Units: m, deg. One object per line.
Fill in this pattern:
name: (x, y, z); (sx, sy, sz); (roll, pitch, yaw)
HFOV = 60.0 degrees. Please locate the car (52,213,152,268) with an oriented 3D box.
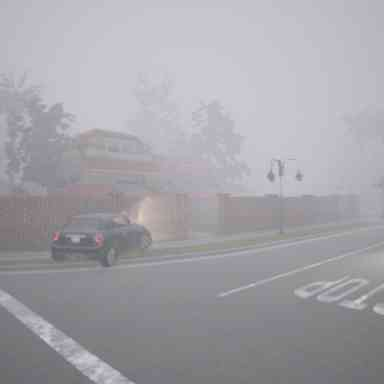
car: (-3.308, 1.606, 13.044); (2.097, 1.767, 4.553); (0, 0, 15)
